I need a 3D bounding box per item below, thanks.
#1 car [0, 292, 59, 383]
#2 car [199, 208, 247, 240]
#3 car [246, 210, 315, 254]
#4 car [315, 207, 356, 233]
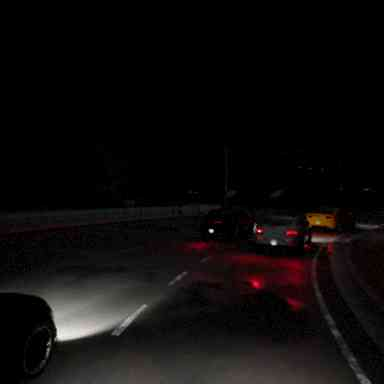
[{"bbox_3d":[-2.972,1.565,2.944,1.994,1.385,4.181,0,0,6],"label":"car"},{"bbox_3d":[2.115,1.660,18.165,1.837,1.490,4.892,0,-1,29],"label":"car"},{"bbox_3d":[3.975,1.667,14.317,1.812,1.442,4.674,0,0,25],"label":"car"},{"bbox_3d":[9.230,1.717,21.957,1.882,1.535,5.008,0,-1,41],"label":"car"}]
